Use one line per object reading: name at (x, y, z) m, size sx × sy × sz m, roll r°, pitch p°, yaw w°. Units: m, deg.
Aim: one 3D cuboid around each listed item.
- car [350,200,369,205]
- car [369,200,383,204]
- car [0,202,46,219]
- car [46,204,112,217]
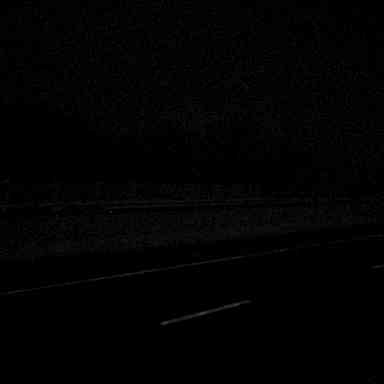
car at (21.326, 1.613, 40.595) m, size 4.718 × 1.301 × 1.895 m, roll 0°, pitch 0°, yaw -35°
car at (22.199, 1.489, 36.935) m, size 5.008 × 1.535 × 1.882 m, roll 0°, pitch 0°, yaw -35°
car at (-12.750, 1.493, 24.085) m, size 4.902 × 1.511 × 2.128 m, roll 0°, pitch 0°, yaw -38°
car at (-7.924, 1.565, 24.116) m, size 4.181 × 1.385 × 1.994 m, roll 0°, pitch 0°, yaw -35°
